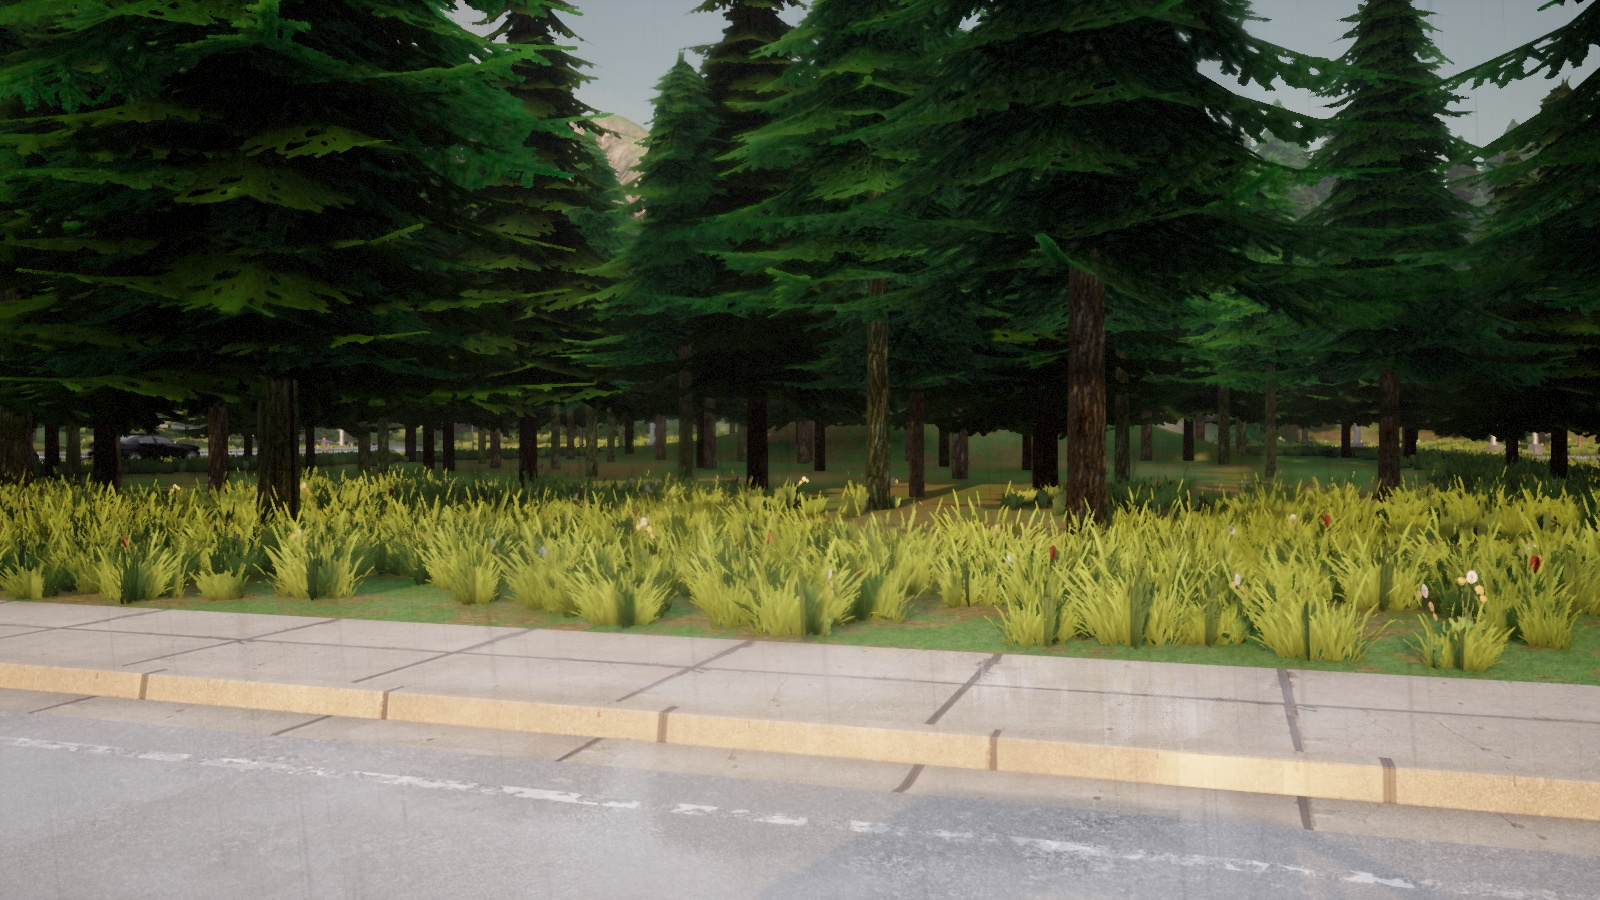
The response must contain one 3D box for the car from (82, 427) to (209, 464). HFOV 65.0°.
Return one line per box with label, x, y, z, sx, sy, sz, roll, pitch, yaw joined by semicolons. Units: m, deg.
car;-28.596;-0.212;55.083;1.882;1.535;5.008;1;1;19
